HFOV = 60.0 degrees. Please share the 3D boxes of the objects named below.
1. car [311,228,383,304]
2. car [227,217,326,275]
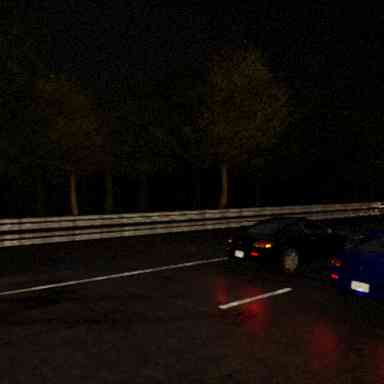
[{"bbox_3d":[4.836,1.493,7.197,4.674,1.442,1.812,0,0,-36],"label":"car"},{"bbox_3d":[3.148,1.491,10.295,4.674,1.442,1.812,0,0,-36],"label":"car"}]
